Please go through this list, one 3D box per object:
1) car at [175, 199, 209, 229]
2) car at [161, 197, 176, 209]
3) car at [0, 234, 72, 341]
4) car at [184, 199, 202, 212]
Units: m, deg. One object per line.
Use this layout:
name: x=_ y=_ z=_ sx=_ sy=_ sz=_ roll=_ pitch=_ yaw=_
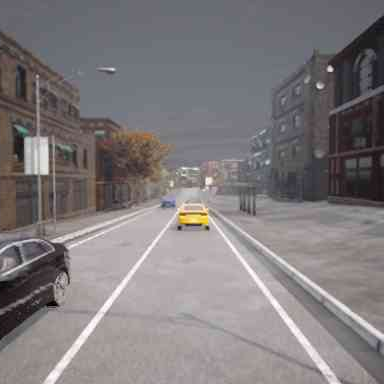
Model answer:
car: x=0.081 y=1.487 z=21.676 sx=1.882 sy=1.535 sz=5.008 roll=0 pitch=0 yaw=0
car: x=-3.202 y=1.462 z=46.649 sx=1.882 sy=1.535 sz=5.008 roll=0 pitch=0 yaw=1
car: x=-3.463 y=1.489 z=5.134 sx=2.128 sy=1.511 sz=4.902 roll=0 pitch=0 yaw=0
car: x=0.070 y=1.564 z=39.983 sx=2.033 sy=1.411 sz=5.357 roll=0 pitch=0 yaw=0
